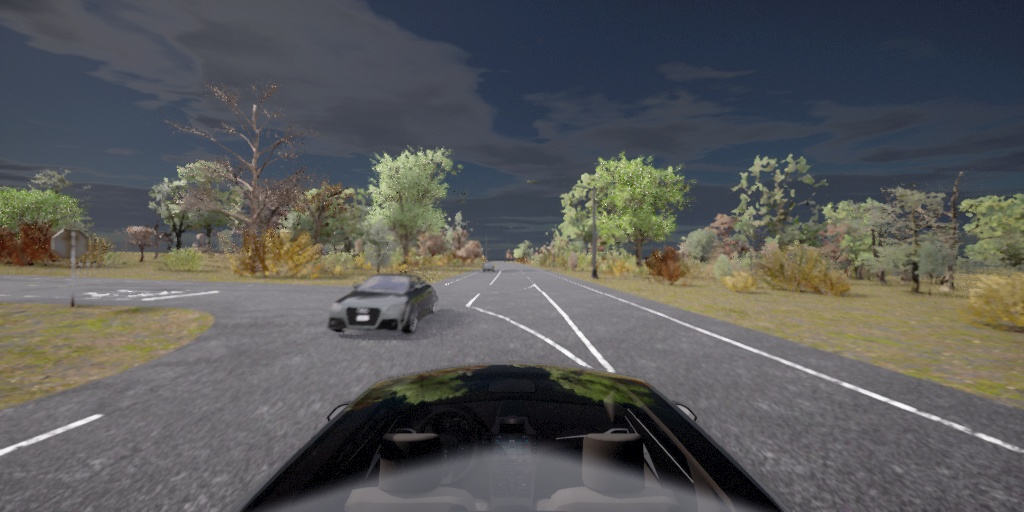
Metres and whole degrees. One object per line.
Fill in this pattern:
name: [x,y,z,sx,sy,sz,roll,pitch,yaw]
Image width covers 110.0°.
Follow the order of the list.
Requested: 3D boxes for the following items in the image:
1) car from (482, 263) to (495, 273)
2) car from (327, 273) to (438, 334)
car: [-3.606,1.823,55.382,1.837,1.490,4.892,0,-1,-1]
car: [-3.468,1.211,10.354,1.994,1.385,4.181,1,1,0]
